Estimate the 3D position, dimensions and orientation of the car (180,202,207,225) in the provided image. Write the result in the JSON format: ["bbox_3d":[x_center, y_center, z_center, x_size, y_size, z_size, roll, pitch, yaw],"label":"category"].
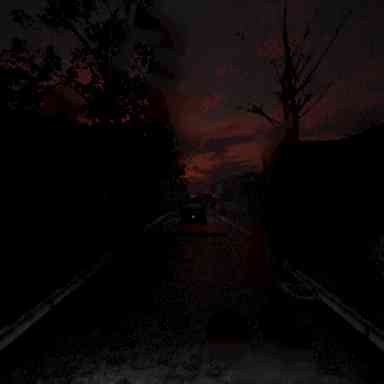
[{"bbox_3d":[0.090,1.586,25.326,1.882,1.535,5.008,0,-1,0],"label":"car"}]

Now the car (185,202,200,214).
[{"bbox_3d":[0.085,2.022,42.722,1.837,1.490,4.892,0,-2,0],"label":"car"}]
